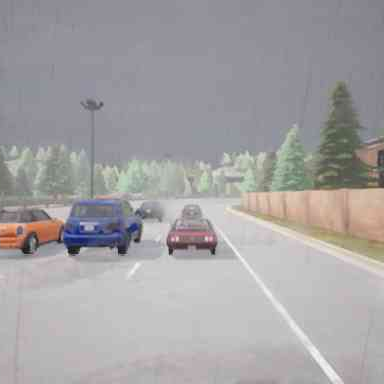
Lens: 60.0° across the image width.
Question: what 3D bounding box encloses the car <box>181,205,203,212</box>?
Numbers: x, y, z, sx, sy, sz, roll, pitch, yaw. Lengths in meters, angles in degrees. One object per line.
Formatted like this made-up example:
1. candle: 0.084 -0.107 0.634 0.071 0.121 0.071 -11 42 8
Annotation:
1. car: 0.001 1.814 28.980 2.033 1.411 5.357 0 0 0

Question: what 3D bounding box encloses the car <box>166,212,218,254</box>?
1. car: 0.002 1.731 14.098 1.895 1.301 4.718 0 0 0

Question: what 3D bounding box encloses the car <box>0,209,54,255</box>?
1. car: -6.997 1.480 14.077 2.097 1.767 4.553 0 -1 0

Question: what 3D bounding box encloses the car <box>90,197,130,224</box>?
1. car: -6.999 1.483 28.997 2.150 2.045 5.566 0 0 0

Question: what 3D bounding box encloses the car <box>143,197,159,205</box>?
1. car: -9.401 2.054 76.739 2.097 1.767 4.553 0 -1 16

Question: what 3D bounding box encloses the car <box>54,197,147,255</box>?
1. car: -3.499 1.346 14.009 2.150 2.045 5.566 0 0 0

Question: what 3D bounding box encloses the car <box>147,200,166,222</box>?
1. car: -3.497 1.618 29.077 2.097 1.767 4.553 0 -1 0

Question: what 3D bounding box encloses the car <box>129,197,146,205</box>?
1. car: -12.670 2.062 77.998 2.097 1.767 4.553 0 -1 16
